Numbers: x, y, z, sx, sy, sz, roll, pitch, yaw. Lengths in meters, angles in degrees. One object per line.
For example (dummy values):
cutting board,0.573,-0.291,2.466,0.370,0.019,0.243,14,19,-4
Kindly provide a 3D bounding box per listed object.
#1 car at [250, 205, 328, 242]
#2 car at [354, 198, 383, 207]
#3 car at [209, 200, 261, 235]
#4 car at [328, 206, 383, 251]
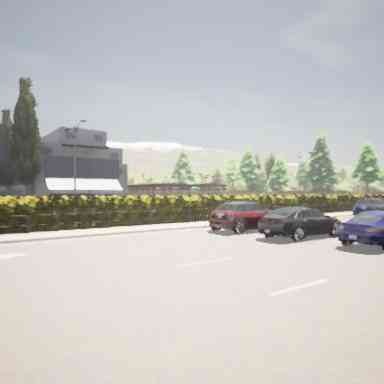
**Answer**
car,5.351,1.487,16.236,4.892,1.490,1.837,-1,0,-35
car,15.435,1.311,27.732,4.553,1.767,2.097,0,0,-35
car,3.226,1.332,19.020,4.553,1.767,2.097,0,0,-35
car,7.892,1.505,13.741,4.674,1.442,1.812,0,0,-35
